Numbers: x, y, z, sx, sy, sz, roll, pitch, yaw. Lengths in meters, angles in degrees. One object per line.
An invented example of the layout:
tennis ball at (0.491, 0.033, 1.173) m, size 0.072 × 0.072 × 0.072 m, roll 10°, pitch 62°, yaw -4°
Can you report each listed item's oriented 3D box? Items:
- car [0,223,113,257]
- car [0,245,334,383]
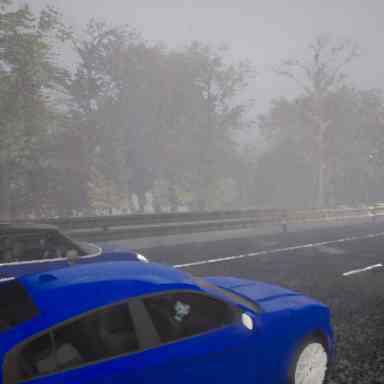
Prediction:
car at (-2.892, 1.351, 5.996) m, size 4.553 × 1.767 × 2.097 m, roll 0°, pitch 0°, yaw -35°
car at (-0.576, 1.475, 3.349) m, size 5.008 × 1.535 × 1.882 m, roll 0°, pitch 0°, yaw -36°
